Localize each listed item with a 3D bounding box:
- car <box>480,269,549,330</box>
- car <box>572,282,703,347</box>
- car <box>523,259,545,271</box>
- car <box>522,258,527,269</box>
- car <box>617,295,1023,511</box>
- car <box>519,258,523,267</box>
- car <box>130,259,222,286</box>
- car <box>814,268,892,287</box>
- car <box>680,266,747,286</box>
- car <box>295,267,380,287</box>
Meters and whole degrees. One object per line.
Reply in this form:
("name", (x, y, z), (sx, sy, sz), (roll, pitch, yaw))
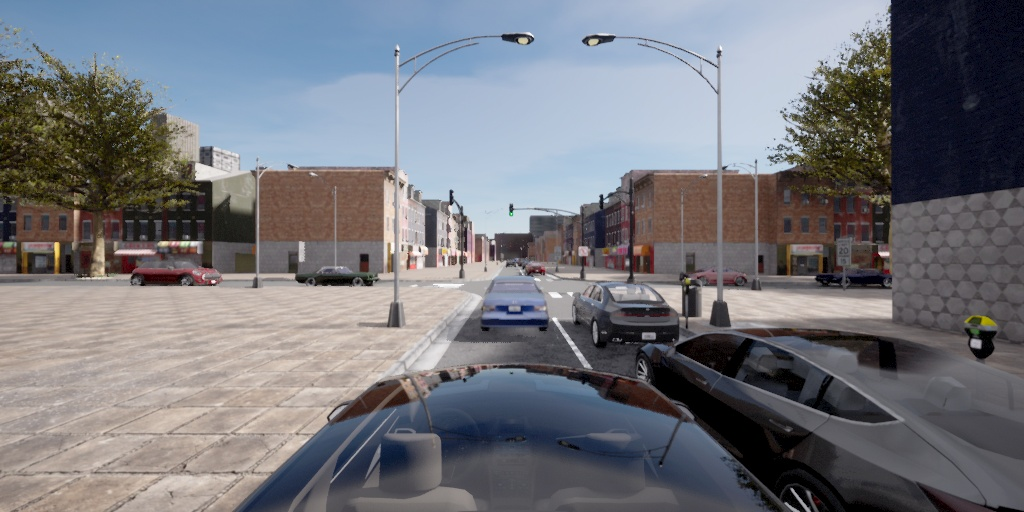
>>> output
("car", (0.057, 1.303, 11.075), (2.033, 1.411, 5.357), (0, 0, 0))
("car", (2.617, 1.304, 9.057), (2.007, 1.370, 4.403), (0, 0, 0))
("car", (2.525, 1.343, 38.086), (1.888, 1.381, 4.507), (0, 0, 0))
("car", (2.507, 1.337, 43.936), (1.751, 1.417, 4.829), (0, 0, 0))
("car", (2.634, 1.316, 3.382), (1.948, 1.339, 4.313), (0, 0, 0))
("car", (2.472, 1.413, 55.124), (1.948, 1.339, 4.313), (0, 0, 0))
("car", (-21.365, 1.064, 22.982), (4.553, 1.767, 2.097), (0, 0, 0))
("car", (24.736, 1.538, 25.801), (4.718, 1.301, 1.895), (0, 0, 0))
("car", (14.472, 1.427, 25.833), (4.181, 1.385, 1.994), (0, 0, 0))
("car", (-11.030, 1.330, 22.951), (4.718, 1.301, 1.895), (0, 0, 0))
